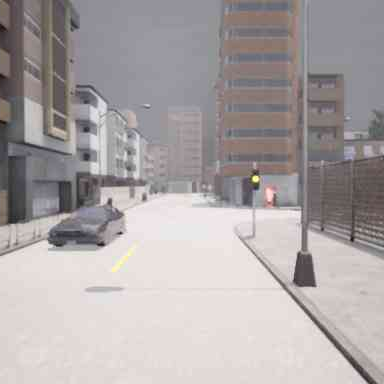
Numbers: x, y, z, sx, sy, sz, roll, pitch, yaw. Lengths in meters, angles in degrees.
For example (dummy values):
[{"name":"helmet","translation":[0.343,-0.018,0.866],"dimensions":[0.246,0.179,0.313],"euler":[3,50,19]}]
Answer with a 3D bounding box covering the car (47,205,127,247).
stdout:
[{"name":"car","translation":[-4.014,1.272,13.795],"dimensions":[2.033,1.411,5.357],"euler":[0,1,0]}]
